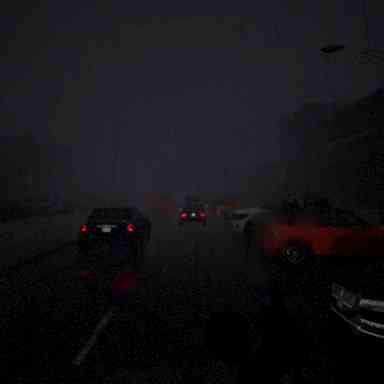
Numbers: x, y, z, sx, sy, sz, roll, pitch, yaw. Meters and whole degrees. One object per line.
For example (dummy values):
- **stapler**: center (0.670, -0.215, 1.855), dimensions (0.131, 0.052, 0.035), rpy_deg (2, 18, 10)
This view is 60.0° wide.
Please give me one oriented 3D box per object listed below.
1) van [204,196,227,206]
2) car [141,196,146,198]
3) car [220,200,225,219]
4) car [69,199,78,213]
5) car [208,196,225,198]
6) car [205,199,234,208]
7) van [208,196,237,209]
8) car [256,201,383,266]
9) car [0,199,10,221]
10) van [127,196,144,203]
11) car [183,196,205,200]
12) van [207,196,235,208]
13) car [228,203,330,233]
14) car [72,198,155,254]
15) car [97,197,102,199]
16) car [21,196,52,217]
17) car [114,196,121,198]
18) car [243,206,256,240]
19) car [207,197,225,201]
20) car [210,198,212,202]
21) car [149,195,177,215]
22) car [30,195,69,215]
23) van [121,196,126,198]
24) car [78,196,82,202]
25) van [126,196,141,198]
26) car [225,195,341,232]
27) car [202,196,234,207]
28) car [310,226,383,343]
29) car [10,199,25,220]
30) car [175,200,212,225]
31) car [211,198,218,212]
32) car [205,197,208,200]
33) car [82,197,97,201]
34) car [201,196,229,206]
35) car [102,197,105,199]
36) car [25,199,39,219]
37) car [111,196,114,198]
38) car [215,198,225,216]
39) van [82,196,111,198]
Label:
- **van**: center (4.598, 1.812, 66.393), dimensions (4.442, 1.987, 1.878), rpy_deg (0, 0, 0)
- **car**: center (-15.873, 1.957, 88.306), dimensions (5.566, 2.045, 2.435), rpy_deg (0, 0, 0)
- **car**: center (4.703, 1.525, 24.589), dimensions (4.674, 1.452, 2.002), rpy_deg (0, -1, 0)
- **car**: center (-15.754, 1.398, 35.912), dimensions (5.566, 2.045, 2.435), rpy_deg (0, -1, 0)
- **car**: center (4.725, 1.643, 44.158), dimensions (4.553, 1.767, 2.185), rpy_deg (0, -1, 0)
- **car**: center (4.691, 1.951, 57.931), dimensions (4.892, 1.521, 2.231), rpy_deg (0, -1, 0)
- **van**: center (4.809, 1.657, 52.498), dimensions (4.442, 1.987, 1.878), rpy_deg (0, -1, 0)
- **car**: center (4.674, 1.312, 10.827), dimensions (4.553, 1.767, 2.185), rpy_deg (0, 0, 0)
- **car**: center (-15.722, 1.224, 22.133), dimensions (5.566, 2.045, 2.435), rpy_deg (0, 0, 0)
- **van**: center (-16.030, 2.042, 93.942), dimensions (4.442, 1.987, 1.878), rpy_deg (0, -1, 0)
- **car**: center (0.078, 1.462, 40.808), dimensions (2.150, 2.045, 5.566), rpy_deg (0, -1, 0)
- **van**: center (4.812, 1.691, 55.151), dimensions (4.442, 1.987, 1.878), rpy_deg (0, -1, 0)
- **car**: center (4.888, 1.443, 19.158), dimensions (5.366, 1.575, 1.946), rpy_deg (0, 0, 0)
- **car**: center (-2.905, 1.304, 13.421), dimensions (2.097, 1.767, 4.553), rpy_deg (0, 0, 0)
- **car**: center (-15.993, 1.808, 46.941), dimensions (5.366, 1.575, 1.946), rpy_deg (0, -1, 0)
- **car**: center (-15.801, 1.441, 30.399), dimensions (4.553, 1.767, 2.185), rpy_deg (0, -1, 0)
- **car**: center (-15.804, 1.697, 57.975), dimensions (5.566, 2.045, 2.435), rpy_deg (0, -1, 0)
- **car**: center (4.703, 1.473, 13.605), dimensions (4.674, 1.452, 2.002), rpy_deg (0, 0, 0)
- **car**: center (4.689, 1.727, 41.378), dimensions (5.008, 1.535, 2.097), rpy_deg (0, -1, 0)
- **car**: center (4.703, 1.643, 35.819), dimensions (4.892, 1.521, 2.231), rpy_deg (0, -1, 0)
- **car**: center (-2.914, 1.380, 35.683), dimensions (2.150, 2.045, 5.566), rpy_deg (0, -1, 0)
- **car**: center (-15.804, 1.356, 33.155), dimensions (5.566, 2.045, 2.435), rpy_deg (0, -1, 0)
- **van**: center (-15.968, 1.810, 66.250), dimensions (4.442, 1.987, 1.878), rpy_deg (0, -1, 0)
- **car**: center (-15.757, 1.565, 38.668), dimensions (4.553, 1.767, 2.185), rpy_deg (0, -1, 0)
- **van**: center (-15.772, 1.939, 82.795), dimensions (4.442, 1.987, 1.878), rpy_deg (0, 0, 0)
- **car**: center (4.675, 1.184, 16.380), dimensions (5.566, 2.045, 2.435), rpy_deg (0, 0, 0)
- **car**: center (4.731, 1.731, 60.834), dimensions (5.566, 2.045, 2.435), rpy_deg (0, -1, 0)
- **car**: center (4.713, 1.459, 5.147), dimensions (4.892, 1.521, 2.231), rpy_deg (0, 0, 0)
- **car**: center (-15.752, 1.498, 24.888), dimensions (5.008, 1.535, 2.097), rpy_deg (0, 0, 0)
- **car**: center (0.091, 1.546, 23.982), dimensions (2.033, 1.411, 5.357), rpy_deg (0, -1, 0)
- **car**: center (4.702, 1.596, 32.916), dimensions (5.008, 1.535, 2.097), rpy_deg (0, -1, 0)
- **car**: center (4.507, 1.805, 46.812), dimensions (5.366, 1.575, 1.946), rpy_deg (0, -1, 0)
- **car**: center (-15.986, 1.769, 44.181), dimensions (5.366, 1.575, 1.946), rpy_deg (0, -1, 0)
- **car**: center (4.751, 1.812, 69.170), dimensions (5.566, 2.045, 2.435), rpy_deg (0, -1, 0)
- **car**: center (-15.811, 1.888, 49.697), dimensions (4.674, 1.452, 2.002), rpy_deg (0, -1, 0)
- **car**: center (-15.792, 1.561, 27.639), dimensions (4.792, 1.488, 2.163), rpy_deg (0, -1, 0)
- **car**: center (-15.857, 1.791, 55.215), dimensions (4.553, 1.767, 2.185), rpy_deg (0, -1, 0)
- **car**: center (4.885, 1.514, 27.360), dimensions (5.366, 1.575, 1.946), rpy_deg (0, -1, 0)
- **van**: center (-15.703, 1.657, 52.459), dimensions (4.442, 1.987, 1.878), rpy_deg (0, -1, 0)
